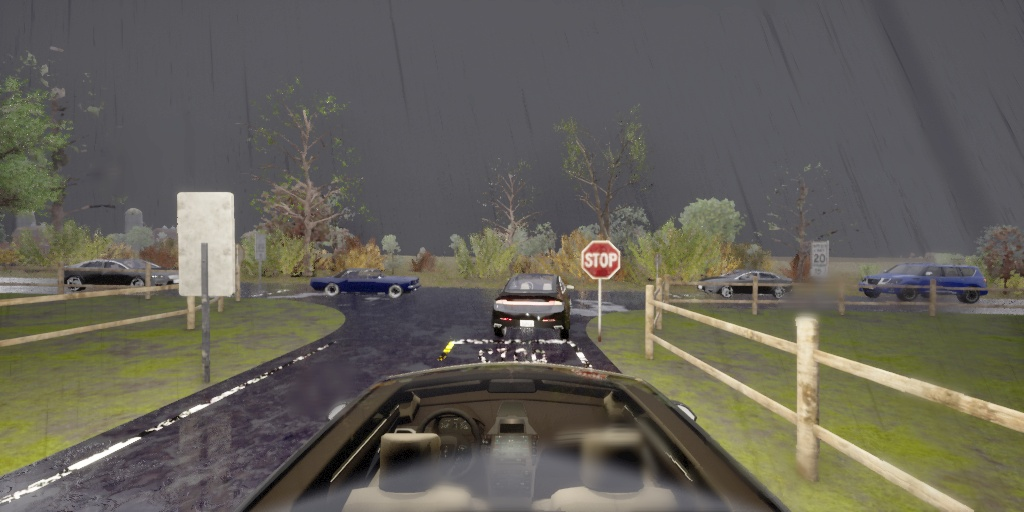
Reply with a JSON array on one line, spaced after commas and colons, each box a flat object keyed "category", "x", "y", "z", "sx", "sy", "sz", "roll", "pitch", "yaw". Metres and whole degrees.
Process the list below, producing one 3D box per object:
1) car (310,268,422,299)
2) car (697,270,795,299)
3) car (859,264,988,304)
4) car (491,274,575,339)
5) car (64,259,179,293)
[{"category": "car", "x": -6.819, "y": 1.249, "z": 17.159, "sx": 4.718, "sy": 1.301, "sz": 1.895, "roll": 1, "pitch": 1, "yaw": 0}, {"category": "car", "x": 13.007, "y": 1.526, "z": 20.082, "sx": 4.902, "sy": 1.511, "sz": 2.128, "roll": 1, "pitch": 1, "yaw": 0}, {"category": "car", "x": 22.903, "y": 1.467, "z": 20.069, "sx": 5.566, "sy": 2.045, "sz": 2.150, "roll": 1, "pitch": 1, "yaw": 0}, {"category": "car", "x": 0.708, "y": 1.240, "z": 10.126, "sx": 2.128, "sy": 1.511, "sz": 4.902, "roll": 0, "pitch": 0, "yaw": 9}, {"category": "car", "x": -18.487, "y": 0.885, "z": 17.178, "sx": 4.902, "sy": 1.511, "sz": 2.128, "roll": 1, "pitch": 1, "yaw": 0}]
